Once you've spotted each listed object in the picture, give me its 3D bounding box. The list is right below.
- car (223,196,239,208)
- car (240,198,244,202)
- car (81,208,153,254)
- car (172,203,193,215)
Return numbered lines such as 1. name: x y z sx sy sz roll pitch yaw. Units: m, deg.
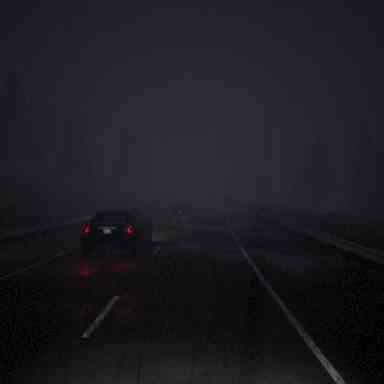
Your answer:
1. car: 6.981 1.783 60.668 2.150 2.045 5.566 0 -1 11
2. car: 13.322 2.305 93.009 1.895 1.301 4.718 0 -1 15
3. car: -2.999 1.479 14.254 2.097 1.767 4.553 0 -1 3
4. car: -1.048 1.949 38.411 1.895 1.301 4.718 0 -1 7
